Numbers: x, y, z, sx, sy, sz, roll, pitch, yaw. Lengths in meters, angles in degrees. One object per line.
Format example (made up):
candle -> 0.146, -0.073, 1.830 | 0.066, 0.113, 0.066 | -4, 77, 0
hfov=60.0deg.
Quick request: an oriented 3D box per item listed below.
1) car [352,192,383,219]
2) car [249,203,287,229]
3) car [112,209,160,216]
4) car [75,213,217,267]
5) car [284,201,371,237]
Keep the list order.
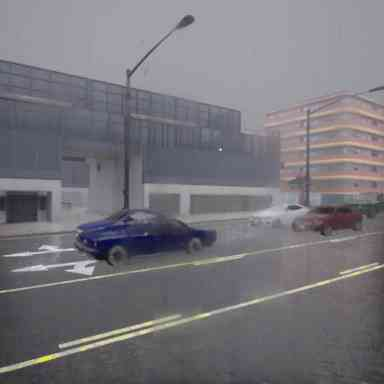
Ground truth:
car -> 14.661, 1.045, 27.200 | 5.566, 2.045, 2.150 | 0, 0, -35
car -> 5.683, 1.431, 20.907 | 4.674, 1.442, 1.812 | -1, 1, -35
car -> -2.776, 1.520, 14.902 | 4.674, 1.442, 1.812 | 0, 0, -35
car -> -1.484, 1.599, 11.526 | 4.718, 1.301, 1.895 | 0, 0, -35
car -> 7.339, 1.436, 17.799 | 4.674, 1.442, 1.812 | -1, 1, -35
